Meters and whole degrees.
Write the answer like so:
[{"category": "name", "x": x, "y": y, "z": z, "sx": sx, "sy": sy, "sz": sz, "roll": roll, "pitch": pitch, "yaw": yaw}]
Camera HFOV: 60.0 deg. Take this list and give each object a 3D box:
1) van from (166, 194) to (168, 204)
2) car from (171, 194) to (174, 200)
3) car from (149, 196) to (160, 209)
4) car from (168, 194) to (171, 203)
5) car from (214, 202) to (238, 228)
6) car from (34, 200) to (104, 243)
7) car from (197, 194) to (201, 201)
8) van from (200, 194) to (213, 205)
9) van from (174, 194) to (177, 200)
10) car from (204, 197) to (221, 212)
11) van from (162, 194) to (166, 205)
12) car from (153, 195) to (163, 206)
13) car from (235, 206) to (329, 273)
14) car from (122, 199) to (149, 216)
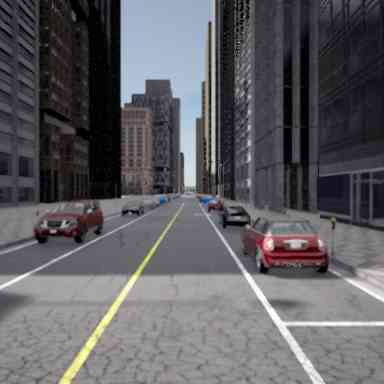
[{"category": "van", "x": -5.834, "y": 1.394, "z": 61.492, "sx": 1.690, "sy": 1.788, "sz": 3.998, "roll": 0, "pitch": 0, "yaw": 0}, {"category": "car", "x": -5.847, "y": 1.377, "z": 72.774, "sx": 2.192, "sy": 1.841, "sz": 5.009, "roll": 0, "pitch": 0, "yaw": 0}, {"category": "car", "x": -5.814, "y": 1.590, "z": 44.570, "sx": 2.008, "sy": 1.369, "sz": 4.403, "roll": 0, "pitch": 0, "yaw": 0}, {"category": "car", "x": -5.840, "y": 1.498, "z": 67.132, "sx": 1.967, "sy": 1.590, "sz": 4.097, "roll": 0, "pitch": 0, "yaw": 0}, {"category": "car", "x": 2.736, "y": 1.583, "z": 22.021, "sx": 1.947, "sy": 1.339, "sz": 4.313, "roll": 0, "pitch": 0, "yaw": 0}, {"category": "car", "x": -5.784, "y": 1.331, "z": 16.366, "sx": 2.192, "sy": 1.841, "sz": 5.009, "roll": 0, "pitch": 0, "yaw": 0}, {"category": "car", "x": 2.679, "y": 1.641, "z": 72.787, "sx": 1.802, "sy": 1.307, "sz": 4.206, "roll": 0, "pitch": 0, "yaw": 0}, {"category": "van", "x": 2.698, "y": 1.387, "z": 55.865, "sx": 1.690, "sy": 1.788, "sz": 3.998, "roll": 0, "pitch": 0, "yaw": 0}, {"category": "van", "x": -5.872, "y": 1.420, "z": 95.338, "sx": 1.690, "sy": 1.788, "sz": 3.998, "roll": 0, "pitch": 0, "yaw": 0}, {"category": "car", "x": 2.717, "y": 1.576, "z": 38.943, "sx": 1.887, "sy": 1.381, "sz": 4.507, "roll": 0, "pitch": 0, "yaw": 0}, {"category": "van", "x": -5.828, "y": 1.390, "z": 55.851, "sx": 1.690, "sy": 1.788, "sz": 3.998, "roll": 0, "pitch": 0, "yaw": 0}, {"category": "car", "x": -5.820, "y": 1.569, "z": 50.040, "sx": 1.752, "sy": 1.417, "sz": 4.829, "roll": 0, "pitch": 0, "yaw": 0}, {"category": "car", "x": 2.749, "y": 1.448, "z": 10.740, "sx": 1.967, "sy": 1.590, "sz": 4.097, "roll": 0, "pitch": 0, "yaw": 0}, {"category": "car", "x": -5.801, "y": 1.596, "z": 33.288, "sx": 1.947, "sy": 1.339, "sz": 4.313, "roll": 0, "pitch": 0, "yaw": 0}]
